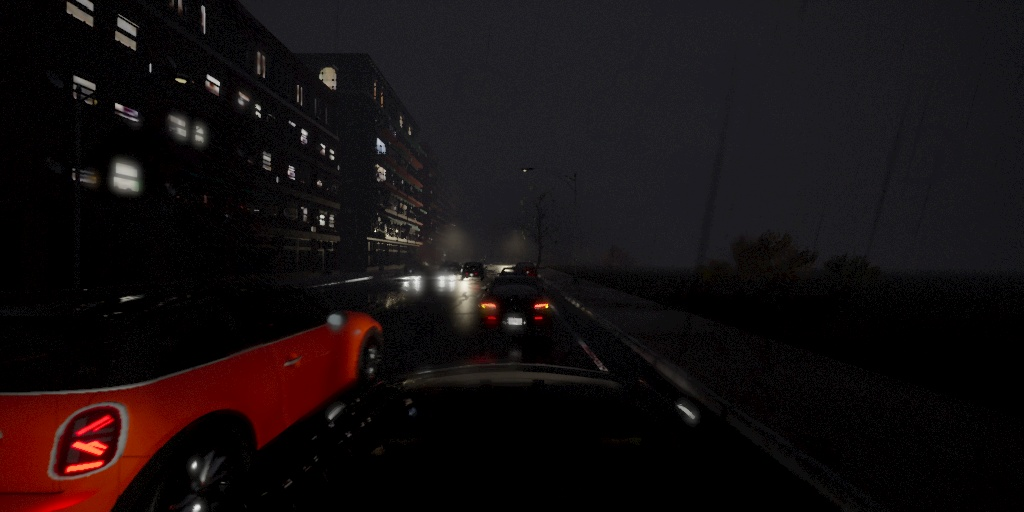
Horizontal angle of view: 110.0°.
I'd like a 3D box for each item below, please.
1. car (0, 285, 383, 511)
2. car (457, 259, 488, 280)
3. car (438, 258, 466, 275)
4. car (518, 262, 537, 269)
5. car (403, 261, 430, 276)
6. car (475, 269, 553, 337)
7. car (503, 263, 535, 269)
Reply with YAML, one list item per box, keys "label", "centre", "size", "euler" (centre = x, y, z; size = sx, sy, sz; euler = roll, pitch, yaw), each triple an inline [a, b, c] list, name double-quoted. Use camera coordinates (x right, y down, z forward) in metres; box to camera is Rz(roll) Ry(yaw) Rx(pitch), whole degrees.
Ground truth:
- label: "car"
  centre: [-3.158, 1.102, 4.074]
  size: [2.097, 1.767, 4.553]
  euler: [0, 0, 0]
- label: "car"
  centre: [-3.225, 1.257, 30.900]
  size: [1.837, 1.490, 4.892]
  euler: [0, 0, 0]
- label: "car"
  centre: [-6.697, 1.245, 38.876]
  size: [2.128, 1.511, 4.902]
  euler: [0, 0, 0]
- label: "car"
  centre: [1.065, 1.231, 29.878]
  size: [1.882, 1.535, 5.008]
  euler: [0, 0, 0]
- label: "car"
  centre: [-9.943, 1.245, 37.645]
  size: [2.128, 1.511, 4.902]
  euler: [0, 0, 0]
- label: "car"
  centre: [0.070, 1.277, 10.183]
  size: [1.812, 1.442, 4.674]
  euler: [0, 0, 0]
- label: "car"
  centre: [0.053, 1.317, 20.350]
  size: [1.994, 1.385, 4.181]
  euler: [0, 0, 0]
